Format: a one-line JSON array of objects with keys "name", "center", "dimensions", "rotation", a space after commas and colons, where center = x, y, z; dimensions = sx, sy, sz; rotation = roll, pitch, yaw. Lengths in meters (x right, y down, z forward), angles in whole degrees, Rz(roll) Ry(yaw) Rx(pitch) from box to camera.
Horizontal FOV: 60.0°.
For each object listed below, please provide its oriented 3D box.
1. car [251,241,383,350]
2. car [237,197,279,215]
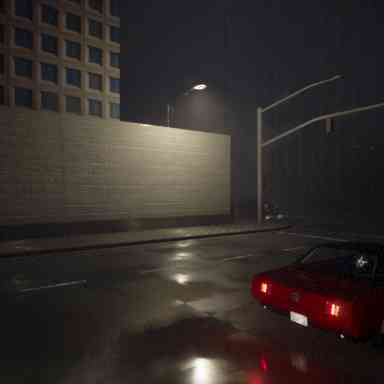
[{"name": "car", "center": [3.418, 1.601, 6.225], "dimensions": [4.718, 1.301, 1.895], "rotation": [0, 0, -35]}, {"name": "car", "center": [6.813, 1.407, 34.686], "dimensions": [2.097, 1.767, 4.553], "rotation": [0, 0, -35]}]
